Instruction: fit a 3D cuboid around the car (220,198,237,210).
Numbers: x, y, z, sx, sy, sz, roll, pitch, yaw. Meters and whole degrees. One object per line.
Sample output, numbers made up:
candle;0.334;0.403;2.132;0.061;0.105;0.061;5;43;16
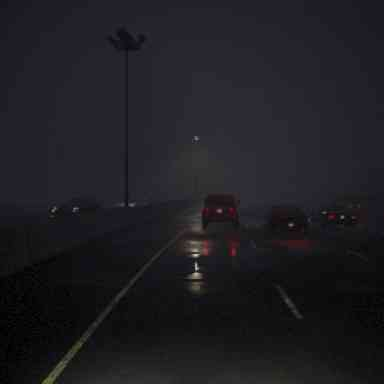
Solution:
car;4.504;1.429;40.227;1.895;1.301;4.718;0;0;8

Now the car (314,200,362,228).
car;8.948;1.474;21.490;2.033;1.411;5.357;0;0;8

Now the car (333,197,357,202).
car;13.740;1.251;30.439;2.097;1.767;4.553;0;0;8

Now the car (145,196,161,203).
car;-6.954;1.313;60.007;1.895;1.301;4.718;0;0;8

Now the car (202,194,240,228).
car;1.892;1.130;21.389;2.150;2.045;5.566;0;0;8

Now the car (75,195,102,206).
car;-15.503;1.204;49.970;1.882;1.535;5.008;0;0;8

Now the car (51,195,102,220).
car;-8.471;1.214;24.759;2.097;1.767;4.553;0;0;8

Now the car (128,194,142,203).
car;-10.420;1.194;60.498;2.128;1.511;4.902;0;0;8

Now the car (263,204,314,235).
car;5.026;1.407;18.322;1.882;1.535;5.008;0;0;7
